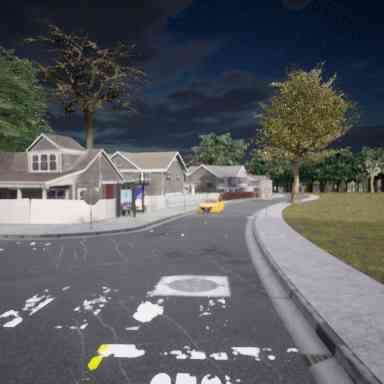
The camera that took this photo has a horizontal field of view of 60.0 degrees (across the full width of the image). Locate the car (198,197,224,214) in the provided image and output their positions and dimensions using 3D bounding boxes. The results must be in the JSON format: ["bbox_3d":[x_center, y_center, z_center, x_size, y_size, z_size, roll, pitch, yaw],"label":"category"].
[{"bbox_3d":[1.945,1.316,32.933,1.882,1.535,5.008,0,1,15],"label":"car"}]
